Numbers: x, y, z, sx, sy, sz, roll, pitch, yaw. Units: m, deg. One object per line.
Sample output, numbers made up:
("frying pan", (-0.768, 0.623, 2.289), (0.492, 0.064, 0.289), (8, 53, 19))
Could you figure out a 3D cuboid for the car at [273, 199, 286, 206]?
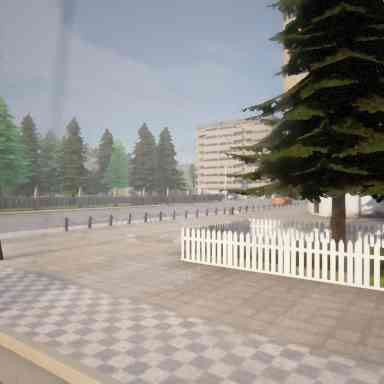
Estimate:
("car", (15.474, 1.352, 56.669), (2.097, 1.767, 4.553), (0, 0, 36))
